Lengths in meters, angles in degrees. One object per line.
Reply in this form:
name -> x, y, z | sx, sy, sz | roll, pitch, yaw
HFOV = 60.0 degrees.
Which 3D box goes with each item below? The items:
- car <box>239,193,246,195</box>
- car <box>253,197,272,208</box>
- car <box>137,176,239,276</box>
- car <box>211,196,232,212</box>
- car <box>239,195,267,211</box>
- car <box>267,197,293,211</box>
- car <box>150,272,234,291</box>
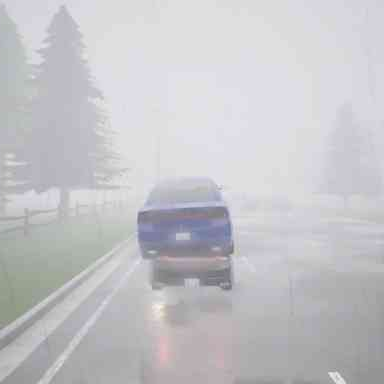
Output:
car -> 7.000, 1.221, 50.098 | 2.150, 2.045, 5.566 | 0, 0, 0
car -> 10.500, 1.505, 50.068 | 1.837, 1.490, 4.892 | 0, 0, 0
car -> -0.083, 0.342, 8.301 | 1.882, 1.535, 5.008 | -4, 7, 3
car -> 3.500, 1.352, 40.035 | 2.097, 1.767, 4.553 | 0, 0, 0
car -> 7.000, 1.491, 39.648 | 2.128, 1.511, 4.902 | 0, 0, 0
car -> 10.500, 1.352, 40.035 | 2.097, 1.767, 4.553 | 0, 0, 0
car -> 0.000, 1.553, 9.027 | 2.128, 1.511, 4.902 | 0, 1, 0
